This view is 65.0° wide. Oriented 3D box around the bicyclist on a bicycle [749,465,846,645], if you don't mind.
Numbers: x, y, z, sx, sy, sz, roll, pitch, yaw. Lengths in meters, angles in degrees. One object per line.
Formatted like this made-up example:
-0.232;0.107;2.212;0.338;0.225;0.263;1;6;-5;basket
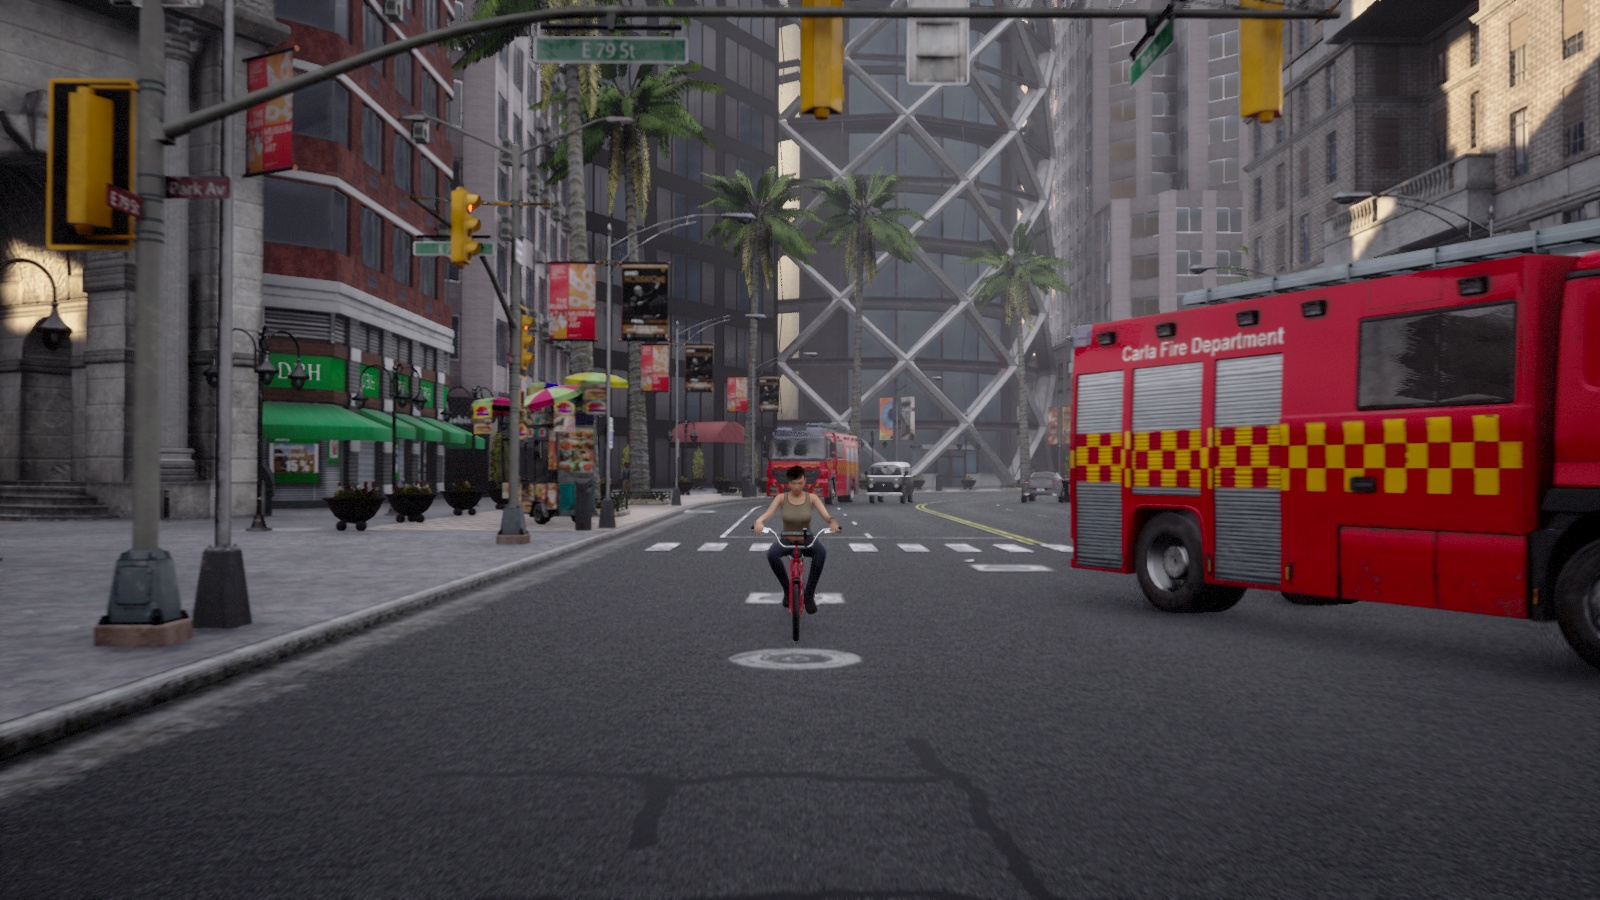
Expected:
-0.025;0.953;12.045;0.866;1.612;1.509;0;-1;0;bicyclist on a bicycle

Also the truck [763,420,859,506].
0.678;0.659;60.444;2.891;3.827;8.468;0;-1;13;truck

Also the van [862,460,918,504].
4.424;1.545;61.204;2.069;2.038;4.480;-1;-1;13;van

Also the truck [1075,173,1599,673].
6.514;-0.173;12.138;2.891;3.827;8.468;0;-1;-26;truck

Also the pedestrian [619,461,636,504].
-7.896;1.466;57.526;0.423;1.949;0.788;-1;-1;22;pedestrian

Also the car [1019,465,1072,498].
12.812;1.635;65.286;2.152;1.651;5.027;-1;-1;18;car
